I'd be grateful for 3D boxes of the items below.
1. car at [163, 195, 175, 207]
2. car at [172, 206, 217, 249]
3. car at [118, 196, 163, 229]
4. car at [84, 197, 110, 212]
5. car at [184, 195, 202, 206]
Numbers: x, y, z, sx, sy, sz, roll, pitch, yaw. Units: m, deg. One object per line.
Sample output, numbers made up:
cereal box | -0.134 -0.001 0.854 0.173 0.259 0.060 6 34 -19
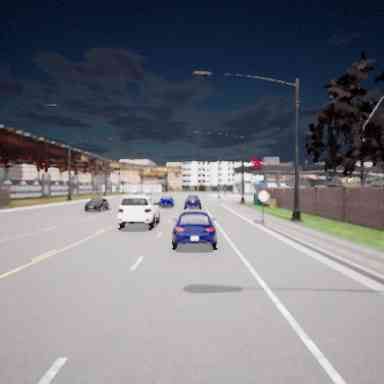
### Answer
car | -3.393 1.201 45.550 1.882 1.535 5.008 0 1 0
car | 0.102 1.578 14.779 1.812 1.442 4.674 0 0 0
car | -3.398 1.253 22.054 2.150 2.045 5.566 0 0 0
car | -10.500 1.385 36.970 1.837 1.490 4.892 0 1 0
car | 0.105 1.144 41.695 2.097 1.767 4.553 0 1 0
